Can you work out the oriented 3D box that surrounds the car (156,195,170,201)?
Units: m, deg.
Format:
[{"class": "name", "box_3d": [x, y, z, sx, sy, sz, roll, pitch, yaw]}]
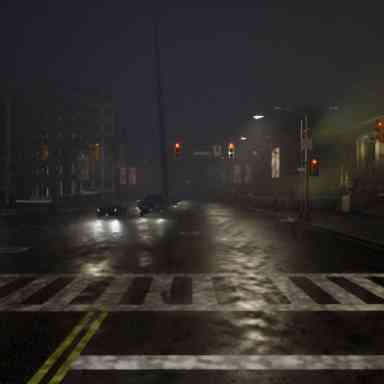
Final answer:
[{"class": "car", "box_3d": [-7.399, 1.456, 84.839, 1.837, 1.490, 4.892, 0, 0, -25]}]

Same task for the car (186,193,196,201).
[{"class": "car", "box_3d": [-1.092, 1.185, 87.866, 2.150, 2.045, 5.566, 0, 0, -29]}]

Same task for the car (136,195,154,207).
[{"class": "car", "box_3d": [-7.046, 1.329, 50.504, 2.097, 1.767, 4.553, 0, 0, 0]}]

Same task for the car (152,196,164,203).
[{"class": "car", "box_3d": [-6.996, 1.494, 68.760, 1.812, 1.442, 4.674, 0, 0, 1]}]

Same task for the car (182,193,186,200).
[{"class": "car", "box_3d": [-4.129, 1.513, 86.139, 1.994, 1.385, 4.181, 0, 0, -29]}]

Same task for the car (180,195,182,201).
[{"class": "car", "box_3d": [-3.500, 1.468, 69.829, 1.837, 1.490, 4.892, 0, 0, -3]}]

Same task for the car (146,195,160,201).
[{"class": "car", "box_3d": [-9.538, 1.503, 81.098, 2.033, 1.411, 5.357, 0, 0, -21]}]

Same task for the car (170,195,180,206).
[{"class": "car", "box_3d": [-3.536, 1.452, 55.855, 1.882, 1.535, 5.008, 0, 0, 0]}]

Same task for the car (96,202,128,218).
[{"class": "car", "box_3d": [-7.066, 1.587, 29.788, 1.895, 1.301, 4.718, 0, 0, 0]}]

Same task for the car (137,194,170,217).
[{"class": "car", "box_3d": [-3.563, 1.207, 31.490, 2.150, 2.045, 5.566, 0, 0, 0]}]
